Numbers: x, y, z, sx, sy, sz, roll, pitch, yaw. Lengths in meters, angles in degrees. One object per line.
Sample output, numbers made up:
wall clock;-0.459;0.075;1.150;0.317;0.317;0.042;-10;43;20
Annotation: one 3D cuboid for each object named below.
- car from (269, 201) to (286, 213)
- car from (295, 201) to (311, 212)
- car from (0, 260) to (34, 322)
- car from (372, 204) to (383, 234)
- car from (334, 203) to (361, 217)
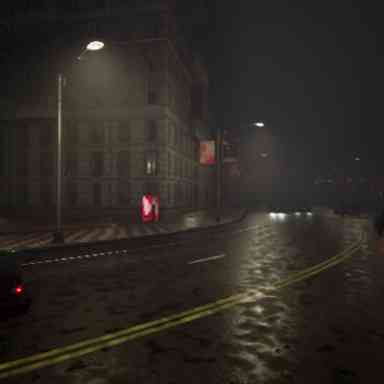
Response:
car;11.792;2.025;45.949;2.128;1.511;4.902;0;-1;12
car;15.577;2.064;46.866;1.837;1.490;4.892;0;-1;12
car;-5.214;1.582;4.617;5.357;1.411;2.033;1;-1;-34
car;12.283;1.749;20.401;2.128;1.511;4.902;0;-1;25
car;17.131;1.928;36.868;1.882;1.535;5.008;0;-1;12
